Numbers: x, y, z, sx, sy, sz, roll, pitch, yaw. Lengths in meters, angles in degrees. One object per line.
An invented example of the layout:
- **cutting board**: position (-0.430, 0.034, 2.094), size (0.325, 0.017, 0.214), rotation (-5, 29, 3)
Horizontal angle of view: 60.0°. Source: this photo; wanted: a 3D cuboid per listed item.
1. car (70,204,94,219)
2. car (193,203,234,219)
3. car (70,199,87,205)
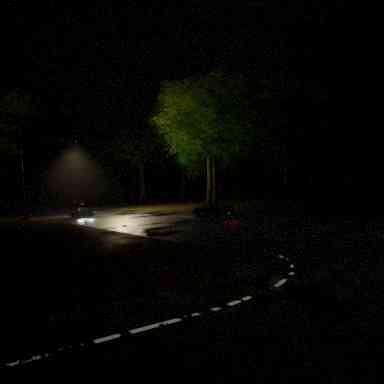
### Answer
- **car**: position (-14.383, 2.736, 43.480), size (1.994, 1.385, 4.181), rotation (-4, 1, -36)
- **car**: position (1.987, 1.810, 32.670), size (2.128, 1.511, 4.902), rotation (-4, 1, -36)
- **car**: position (-23.142, 2.578, 67.626), size (2.150, 2.045, 5.566), rotation (-4, 1, -36)
